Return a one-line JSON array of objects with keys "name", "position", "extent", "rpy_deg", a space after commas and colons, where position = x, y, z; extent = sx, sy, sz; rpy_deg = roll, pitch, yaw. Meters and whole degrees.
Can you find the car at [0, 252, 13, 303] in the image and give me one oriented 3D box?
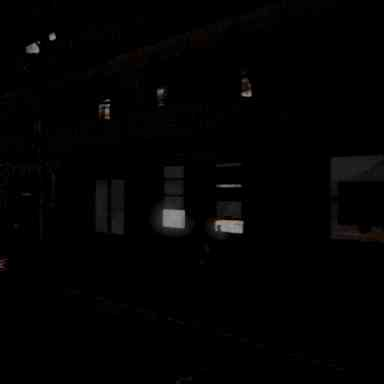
[{"name": "car", "position": [-5.502, 1.400, 6.796], "extent": [4.097, 1.590, 1.967], "rpy_deg": [0, 0, 35]}]
